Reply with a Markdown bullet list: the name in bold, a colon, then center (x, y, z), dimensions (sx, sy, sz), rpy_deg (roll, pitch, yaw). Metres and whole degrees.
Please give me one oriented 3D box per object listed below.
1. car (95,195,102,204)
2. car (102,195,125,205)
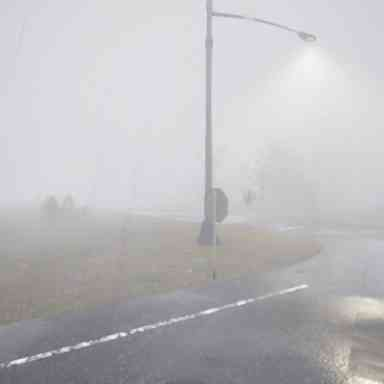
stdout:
- **car**: center (-16.288, 1.376, 60.921), dimensions (2.128, 1.511, 4.902), rpy_deg (0, 0, -34)
- **car**: center (-13.059, 1.247, 56.184), dimensions (2.097, 1.767, 4.553), rpy_deg (0, 0, -33)
